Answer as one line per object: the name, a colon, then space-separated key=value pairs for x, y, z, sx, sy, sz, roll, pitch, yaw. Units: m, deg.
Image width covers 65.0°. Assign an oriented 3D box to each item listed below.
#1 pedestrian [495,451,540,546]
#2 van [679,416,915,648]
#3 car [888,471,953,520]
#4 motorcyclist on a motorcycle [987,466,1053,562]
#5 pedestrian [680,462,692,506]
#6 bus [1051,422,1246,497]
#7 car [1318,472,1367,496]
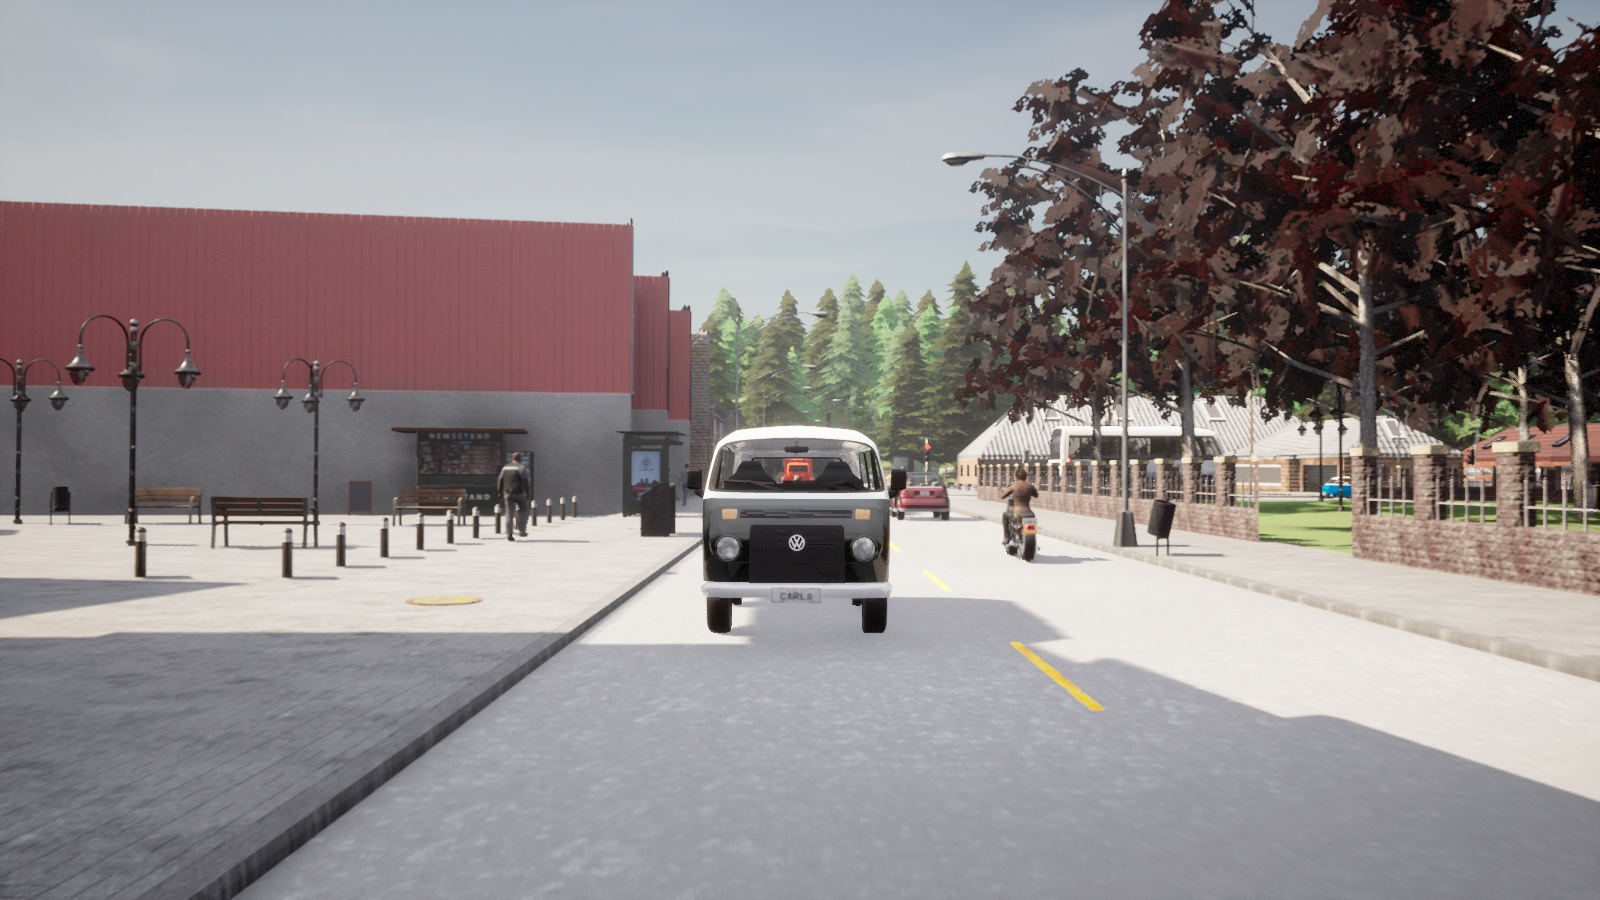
pedestrian: x=-5.756 y=0.976 z=25.582 sx=0.563 sy=1.883 sz=0.849 roll=0 pitch=-1 yaw=15
van: x=-0.033 y=0.761 z=13.308 sx=2.069 sy=2.038 sz=4.480 roll=0 pitch=-1 yaw=0
car: x=3.935 y=1.471 z=41.441 sx=1.789 sy=1.549 sz=3.705 roll=0 pitch=-1 yaw=0
motorcyclist on a motorcycle: x=3.955 y=1.130 z=22.773 sx=0.766 sy=1.649 sz=2.350 roll=0 pitch=-1 yaw=0
pedestrian: x=-4.740 y=1.418 z=52.239 sx=0.354 sy=1.836 sz=0.706 roll=0 pitch=-1 yaw=6
bus: x=20.336 y=0.591 z=73.737 sx=10.273 sy=4.253 sz=3.944 roll=0 pitch=-1 yaw=-2
car: x=31.861 y=1.977 z=73.768 sx=2.207 sy=1.376 sz=1.481 roll=-1 pitch=-1 yaw=-1
